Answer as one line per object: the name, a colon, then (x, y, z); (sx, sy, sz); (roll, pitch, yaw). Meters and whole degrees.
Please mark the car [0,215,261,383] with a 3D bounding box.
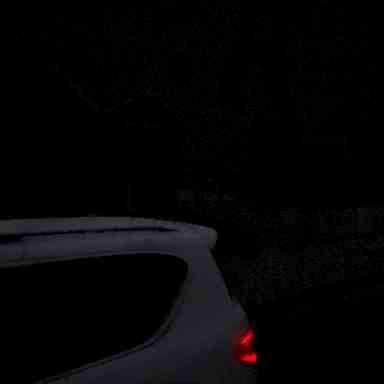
car: (-2.092, 1.220, 1.575); (5.566, 2.045, 2.150); (0, 0, -35)
